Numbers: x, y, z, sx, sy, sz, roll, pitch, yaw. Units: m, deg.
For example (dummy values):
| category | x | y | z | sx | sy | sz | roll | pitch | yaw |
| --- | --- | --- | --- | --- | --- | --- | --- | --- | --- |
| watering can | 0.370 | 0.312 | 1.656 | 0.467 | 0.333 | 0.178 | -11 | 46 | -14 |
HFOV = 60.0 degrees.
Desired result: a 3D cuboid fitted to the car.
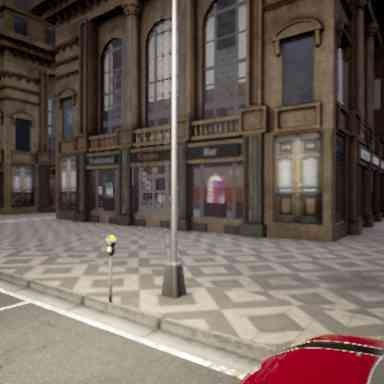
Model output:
| category | x | y | z | sx | sy | sz | roll | pitch | yaw |
| --- | --- | --- | --- | --- | --- | --- | --- | --- | --- |
| car | 1.974 | 1.441 | 1.552 | 4.097 | 1.590 | 1.967 | 0 | 0 | 36 |
